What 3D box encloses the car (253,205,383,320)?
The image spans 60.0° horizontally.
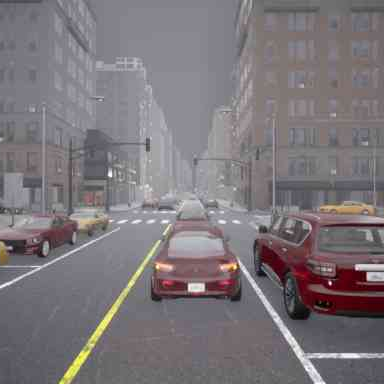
[{"bbox_3d":[2.682,1.316,7.240,2.192,1.841,5.009,1,0,0],"label":"car"}]

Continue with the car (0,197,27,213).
[{"bbox_3d":[-17.245,1.198,29.697,4.553,1.767,2.097,1,-1,0],"label":"car"}]

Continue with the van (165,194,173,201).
[{"bbox_3d":[-5.805,1.370,85.232,1.690,1.788,3.998,1,0,0],"label":"van"}]

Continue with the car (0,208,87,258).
[{"bbox_3d":[-5.843,1.547,12.877,1.887,1.381,4.507,1,0,0],"label":"car"}]

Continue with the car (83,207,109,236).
[{"bbox_3d":[-5.840,1.529,18.332,1.752,1.417,4.829,1,0,0],"label":"car"}]

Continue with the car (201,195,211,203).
[{"bbox_3d":[2.702,1.594,51.182,1.802,1.307,4.206,1,0,0],"label":"car"}]

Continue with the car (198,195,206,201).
[{"bbox_3d":[2.721,1.598,90.895,1.947,1.339,4.313,1,0,0],"label":"car"}]

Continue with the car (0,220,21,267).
[{"bbox_3d":[-5.845,1.527,7.083,1.752,1.417,4.829,1,0,0],"label":"car"}]

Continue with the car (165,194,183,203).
[{"bbox_3d":[-3.062,1.561,55.110,2.033,1.411,5.357,0,0,0],"label":"car"}]

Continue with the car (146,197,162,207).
[{"bbox_3d":[-5.824,1.557,51.195,1.887,1.381,4.507,1,0,0],"label":"car"}]

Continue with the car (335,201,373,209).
[{"bbox_3d":[15.141,1.641,32.697,5.008,1.535,1.882,0,-1,1],"label":"car"}]

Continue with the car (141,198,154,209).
[{"bbox_3d":[-5.827,1.555,45.522,1.887,1.381,4.507,1,0,0],"label":"car"}]

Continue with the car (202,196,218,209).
[{"bbox_3d":[2.699,1.592,45.508,1.802,1.307,4.206,1,0,0],"label":"car"}]

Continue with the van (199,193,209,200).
[{"bbox_3d":[2.710,1.357,62.529,1.690,1.788,3.998,1,0,0],"label":"van"}]

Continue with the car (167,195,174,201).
[{"bbox_3d":[-5.804,1.614,90.904,1.802,1.307,4.206,1,0,0],"label":"car"}]

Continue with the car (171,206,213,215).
[{"bbox_3d":[0.072,1.605,17.375,1.895,1.301,4.718,0,0,0],"label":"car"}]

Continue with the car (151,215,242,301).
[{"bbox_3d":[0.090,1.527,8.197,1.812,1.442,4.674,0,0,0],"label":"car"}]

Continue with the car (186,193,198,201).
[{"bbox_3d":[0.044,1.569,85.243,2.033,1.411,5.357,0,0,0],"label":"car"}]

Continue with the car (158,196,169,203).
[{"bbox_3d":[-5.815,1.601,68.213,1.802,1.307,4.206,1,0,0],"label":"car"}]

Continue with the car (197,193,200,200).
[{"bbox_3d":[2.713,1.334,68.202,2.192,1.841,5.009,1,0,0],"label":"car"}]

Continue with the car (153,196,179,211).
[{"bbox_3d":[-3.079,1.557,40.520,2.033,1.411,5.357,0,0,0],"label":"car"}]

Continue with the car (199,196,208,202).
[{"bbox_3d":[2.716,1.607,79.548,1.802,1.307,4.206,1,0,0],"label":"car"}]

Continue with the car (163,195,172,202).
[{"bbox_3d":[-5.808,1.466,79.559,1.967,1.590,4.097,1,0,0],"label":"car"}]

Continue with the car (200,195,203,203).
[{"bbox_3d":[2.704,1.596,56.855,1.802,1.307,4.206,1,0,0],"label":"car"}]

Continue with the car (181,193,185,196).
[{"bbox_3d":[-2.964,1.520,70.102,1.837,1.490,4.892,0,0,0],"label":"car"}]
